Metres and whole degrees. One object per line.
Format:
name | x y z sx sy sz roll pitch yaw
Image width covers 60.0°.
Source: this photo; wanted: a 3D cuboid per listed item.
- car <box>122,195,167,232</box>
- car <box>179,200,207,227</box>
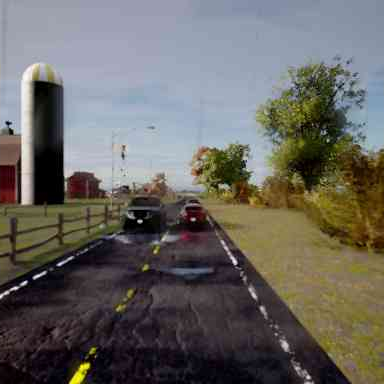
car | -2.819 1.248 20.826 2.150 2.045 5.566 0 0 0
car | 0.090 1.560 23.180 1.812 1.442 4.674 0 0 0
